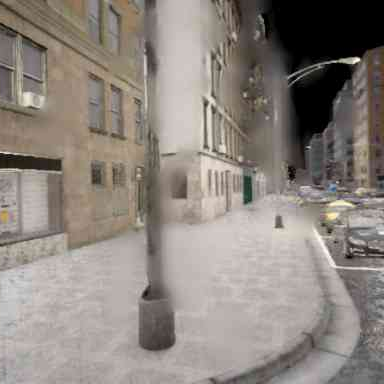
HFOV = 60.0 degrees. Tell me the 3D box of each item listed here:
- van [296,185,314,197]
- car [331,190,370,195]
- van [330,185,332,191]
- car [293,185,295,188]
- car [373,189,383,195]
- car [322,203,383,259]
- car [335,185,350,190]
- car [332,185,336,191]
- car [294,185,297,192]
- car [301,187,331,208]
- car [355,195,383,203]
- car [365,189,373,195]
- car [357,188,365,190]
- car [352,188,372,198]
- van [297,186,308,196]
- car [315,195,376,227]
[{"bbox_3d":[17.800,0.030,52.404,1.690,1.788,3.998,-1,1,16],"label":"van"},{"bbox_3d":[13.493,0.776,28.535,1.994,1.385,4.181,-1,1,16],"label":"car"},{"bbox_3d":[34.693,-0.855,81.242,1.690,1.788,3.998,-1,1,16],"label":"van"},{"bbox_3d":[25.387,-0.627,78.341,2.192,1.841,5.009,-1,1,16],"label":"car"},{"bbox_3d":[20.980,0.257,34.571,2.192,1.841,5.009,-1,1,16],"label":"car"},{"bbox_3d":[5.666,1.250,10.910,2.008,1.369,4.403,-1,1,16],"label":"car"},{"bbox_3d":[30.126,-0.272,65.689,1.887,1.381,4.507,-1,1,16],"label":"car"},{"bbox_3d":[31.650,-0.377,70.874,1.947,1.339,4.313,-1,1,16],"label":"car"},{"bbox_3d":[19.317,-0.122,57.591,2.192,1.841,5.009,-1,1,16],"label":"car"},{"bbox_3d":[11.733,0.634,31.657,1.967,1.590,4.097,-1,1,16],"label":"car"},{"bbox_3d":[10.679,1.046,18.973,1.895,1.301,4.718,-1,1,16],"label":"car"},{"bbox_3d":[22.509,0.381,39.761,1.947,1.339,4.313,-1,1,16],"label":"car"},{"bbox_3d":[24.032,0.240,44.946,2.008,1.369,4.403,-1,1,16],"label":"car"},{"bbox_3d":[25.603,0.084,50.294,1.752,1.417,4.829,-1,1,16],"label":"car"},{"bbox_3d":[20.835,-0.222,62.780,1.690,1.788,3.998,-1,1,16],"label":"van"},{"bbox_3d":[7.135,1.102,15.934,1.752,1.417,4.829,-1,1,16],"label":"car"}]
